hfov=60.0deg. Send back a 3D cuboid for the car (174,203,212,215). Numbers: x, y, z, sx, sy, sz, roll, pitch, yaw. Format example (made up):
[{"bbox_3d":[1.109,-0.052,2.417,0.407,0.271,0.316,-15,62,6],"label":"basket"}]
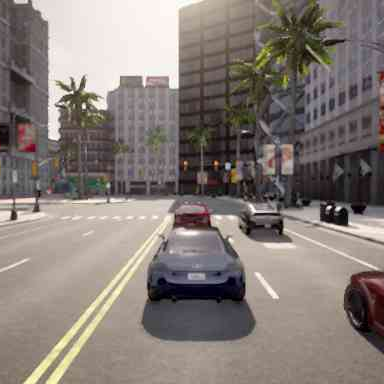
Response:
[{"bbox_3d":[0.060,1.332,17.762,1.882,1.535,5.008,0,0,2],"label":"car"}]

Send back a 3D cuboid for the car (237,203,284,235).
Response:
[{"bbox_3d":[3.558,1.346,17.790,2.128,1.511,4.902,0,0,1],"label":"car"}]

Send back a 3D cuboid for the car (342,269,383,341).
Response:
[{"bbox_3d":[3.596,1.530,4.059,1.994,1.385,4.181,0,0,0],"label":"car"}]

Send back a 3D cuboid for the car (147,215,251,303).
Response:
[{"bbox_3d":[0.083,1.494,8.104,1.994,1.385,4.181,0,1,0],"label":"car"}]
